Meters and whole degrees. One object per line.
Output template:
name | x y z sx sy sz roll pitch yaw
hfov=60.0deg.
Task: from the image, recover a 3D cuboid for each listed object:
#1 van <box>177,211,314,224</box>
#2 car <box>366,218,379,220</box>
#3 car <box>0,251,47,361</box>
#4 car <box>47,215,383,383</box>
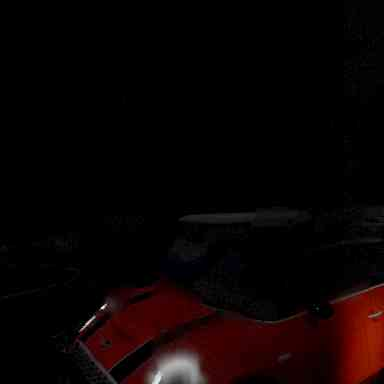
van | 1.308 1.356 7.571 3.998 1.788 1.690 0 0 -35
car | 5.603 1.556 10.620 4.829 1.417 1.752 0 0 -35
car | -3.126 1.565 4.423 4.313 1.339 1.947 0 0 -35
car | 0.933 1.360 4.038 4.553 1.767 2.097 0 0 -35
